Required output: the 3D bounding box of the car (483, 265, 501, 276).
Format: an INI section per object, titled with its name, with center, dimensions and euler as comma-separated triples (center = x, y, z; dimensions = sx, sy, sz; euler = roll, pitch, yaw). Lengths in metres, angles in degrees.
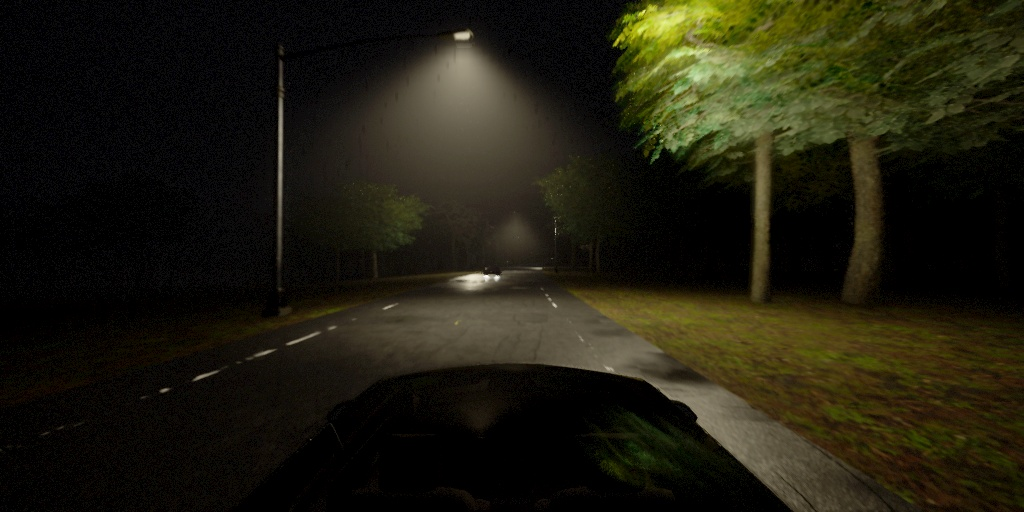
[car]
center = -2.459, 1.809, 45.895
dimensions = 1.994, 1.385, 4.181
euler = 0, -1, 3
